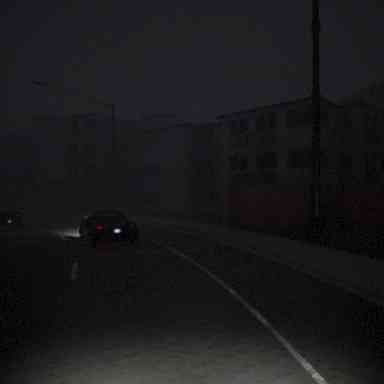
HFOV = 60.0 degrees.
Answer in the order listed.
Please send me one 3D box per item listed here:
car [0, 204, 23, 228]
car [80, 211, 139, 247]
[{"bbox_3d":[-12.154,1.511,21.092,1.812,1.442,4.674,0,0,-42],"label":"car"},{"bbox_3d":[-3.851,1.524,15.093,1.994,1.385,4.181,0,0,-25],"label":"car"}]
